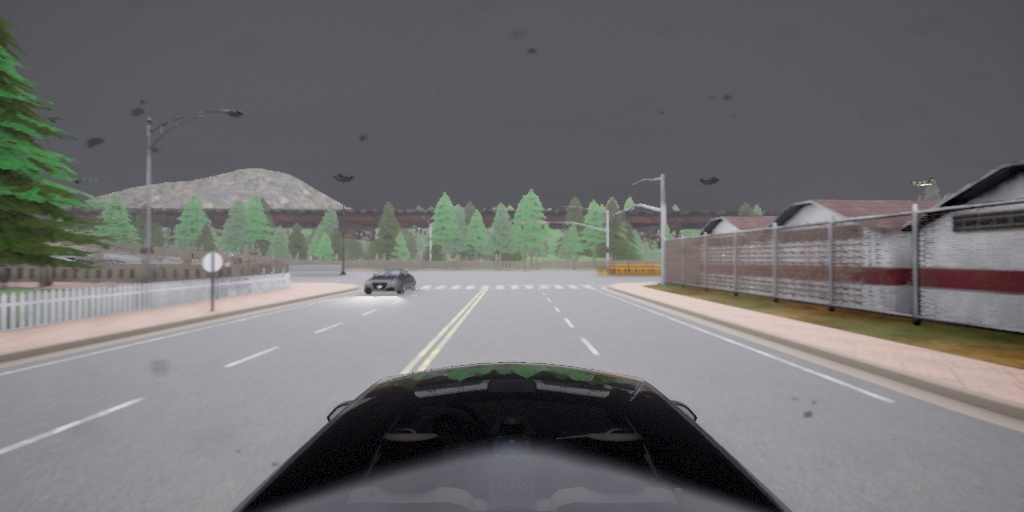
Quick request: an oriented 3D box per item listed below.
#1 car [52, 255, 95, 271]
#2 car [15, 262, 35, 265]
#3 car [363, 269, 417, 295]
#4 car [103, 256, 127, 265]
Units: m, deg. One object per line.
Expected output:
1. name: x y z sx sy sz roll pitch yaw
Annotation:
1. car: -44.405 0.765 35.186 4.674 1.442 1.812 5 0 -1
2. car: -46.312 0.268 31.648 5.566 2.045 2.150 5 -1 -1
3. car: -6.987 1.445 20.903 1.994 1.385 4.181 0 0 0
4. car: -44.512 0.753 38.693 4.902 1.511 2.128 5 0 -1
